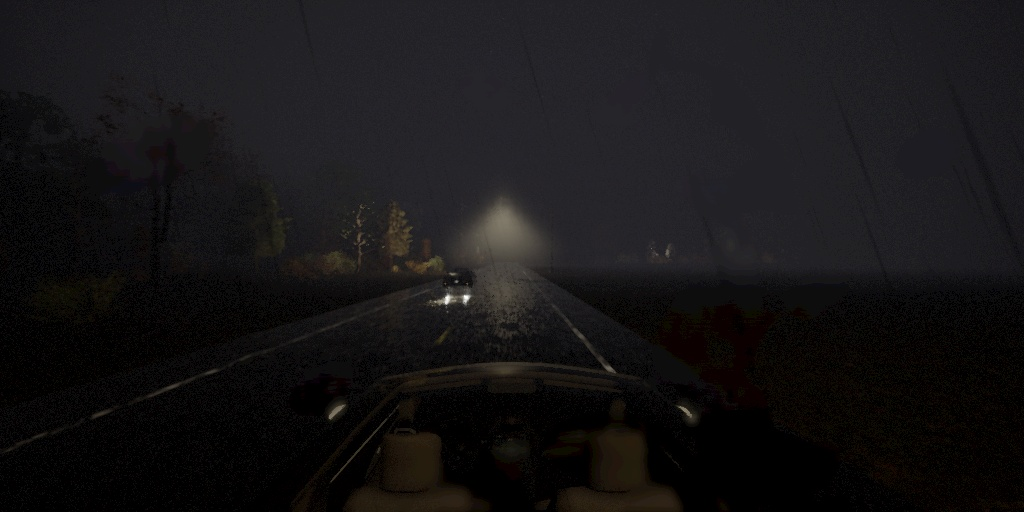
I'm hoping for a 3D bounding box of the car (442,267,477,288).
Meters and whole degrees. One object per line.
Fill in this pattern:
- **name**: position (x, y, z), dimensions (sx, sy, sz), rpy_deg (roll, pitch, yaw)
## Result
- **car**: position (-3.585, 1.479, 25.136), dimensions (1.994, 1.385, 4.181), rpy_deg (0, 0, 0)
